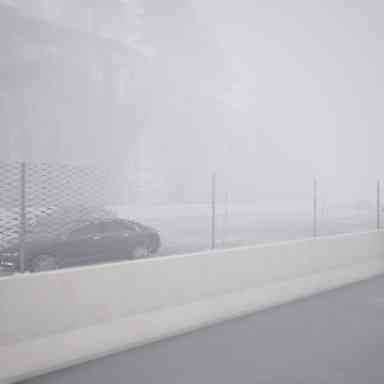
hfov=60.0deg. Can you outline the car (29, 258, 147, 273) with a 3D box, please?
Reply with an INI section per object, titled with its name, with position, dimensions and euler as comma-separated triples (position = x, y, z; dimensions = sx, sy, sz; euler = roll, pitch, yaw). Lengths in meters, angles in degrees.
[car]
position = -3.306, 1.548, 10.395
dimensions = 4.892, 1.490, 1.837
euler = 1, 0, -37
